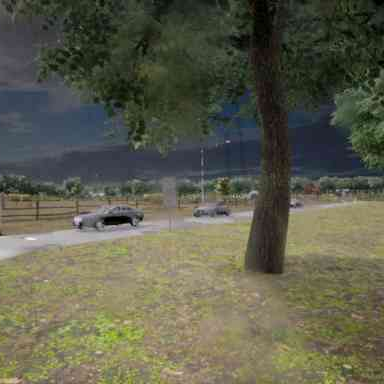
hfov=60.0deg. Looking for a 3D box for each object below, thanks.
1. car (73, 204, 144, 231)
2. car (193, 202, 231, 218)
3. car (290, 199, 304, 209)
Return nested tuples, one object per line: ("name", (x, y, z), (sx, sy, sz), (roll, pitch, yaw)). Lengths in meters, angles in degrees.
("car", (-5.222, 1.560, 21.232), (2.128, 1.511, 4.902), (-2, -1, 36))
("car", (1.927, 1.669, 31.094), (1.994, 1.385, 4.181), (-2, -1, 36))
("car", (14.804, 1.723, 48.703), (2.033, 1.411, 5.357), (-2, -2, 36))
